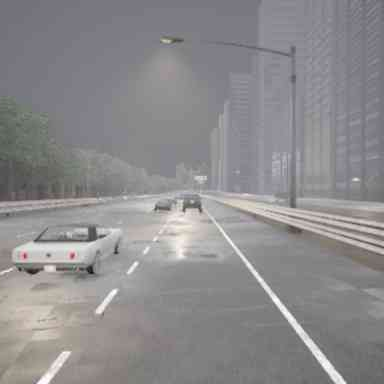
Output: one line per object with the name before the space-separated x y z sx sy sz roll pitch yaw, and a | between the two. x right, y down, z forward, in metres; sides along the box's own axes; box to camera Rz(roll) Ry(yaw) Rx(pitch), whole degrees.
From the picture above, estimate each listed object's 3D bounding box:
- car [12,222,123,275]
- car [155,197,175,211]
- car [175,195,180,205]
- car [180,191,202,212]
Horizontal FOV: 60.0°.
car | -3.502 1.600 10.425 1.895 1.301 4.718 0 0 0
car | -3.579 1.593 42.052 1.994 1.385 4.181 0 0 0
car | -3.666 1.596 60.078 1.812 1.442 4.674 0 0 0
car | 0.024 1.248 39.789 2.150 2.045 5.566 0 0 0
